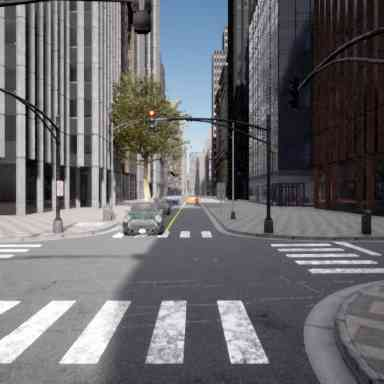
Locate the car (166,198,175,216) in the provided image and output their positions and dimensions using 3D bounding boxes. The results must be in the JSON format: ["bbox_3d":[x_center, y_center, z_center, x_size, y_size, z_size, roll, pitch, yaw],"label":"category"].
[{"bbox_3d":[-3.088,1.352,32.450,2.097,1.767,4.553,0,0,0],"label":"car"}]

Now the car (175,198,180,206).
[{"bbox_3d":[-3.025,1.601,55.369,1.895,1.301,4.718,0,0,1],"label":"car"}]

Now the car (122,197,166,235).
[{"bbox_3d":[-2.674,1.352,18.700,2.097,1.767,4.553,0,0,-6],"label":"car"}]

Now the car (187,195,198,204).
[{"bbox_3d":[0.117,1.352,64.427,2.097,1.767,4.553,0,0,0],"label":"car"}]
